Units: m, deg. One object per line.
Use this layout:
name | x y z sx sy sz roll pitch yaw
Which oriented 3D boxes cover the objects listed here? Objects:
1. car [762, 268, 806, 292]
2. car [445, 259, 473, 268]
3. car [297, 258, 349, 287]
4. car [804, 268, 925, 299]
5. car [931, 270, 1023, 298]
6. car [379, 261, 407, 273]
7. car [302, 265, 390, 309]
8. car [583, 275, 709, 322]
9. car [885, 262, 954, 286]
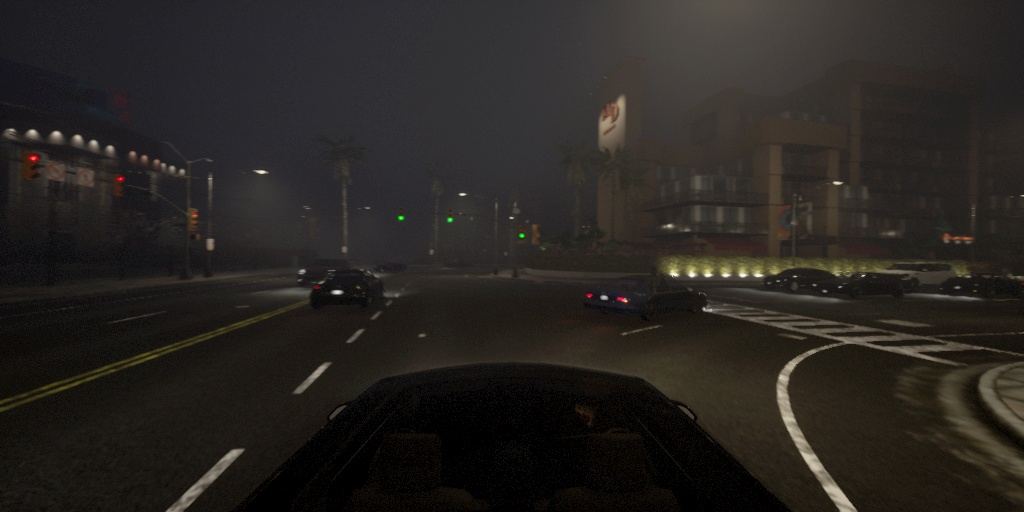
car | 19.115 1.554 23.807 4.892 1.490 1.837 1 0 -11
car | -8.313 1.171 56.656 2.033 1.411 5.357 1 0 27
car | -11.563 0.922 22.509 2.097 1.767 4.553 1 0 -9
car | 19.971 1.610 20.410 5.357 1.411 2.033 1 0 -11
car | 28.996 1.767 22.163 4.181 1.385 1.994 1 0 -11
car | -13.166 1.148 38.959 1.895 1.301 4.718 1 0 5
car | -6.388 1.215 14.342 1.994 1.385 4.181 1 0 -11
car | 4.860 1.374 12.649 5.357 1.411 2.033 1 0 -38
car | 28.785 1.422 25.684 5.566 2.045 2.150 1 0 -11
